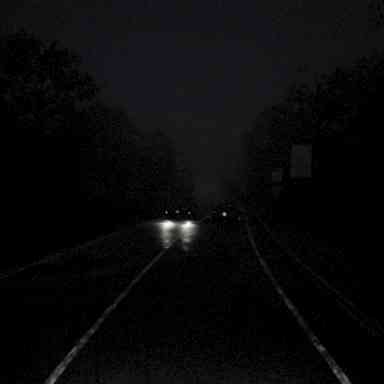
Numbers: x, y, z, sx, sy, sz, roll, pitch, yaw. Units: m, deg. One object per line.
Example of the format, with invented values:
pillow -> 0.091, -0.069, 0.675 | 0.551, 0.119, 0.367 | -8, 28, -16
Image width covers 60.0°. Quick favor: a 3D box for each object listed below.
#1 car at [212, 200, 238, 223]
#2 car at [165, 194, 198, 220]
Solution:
car -> 2.620, 1.587, 25.981 | 1.994, 1.385, 4.181 | 1, 0, 8
car -> -0.758, 1.196, 28.718 | 2.150, 2.045, 5.566 | 1, 0, 8
